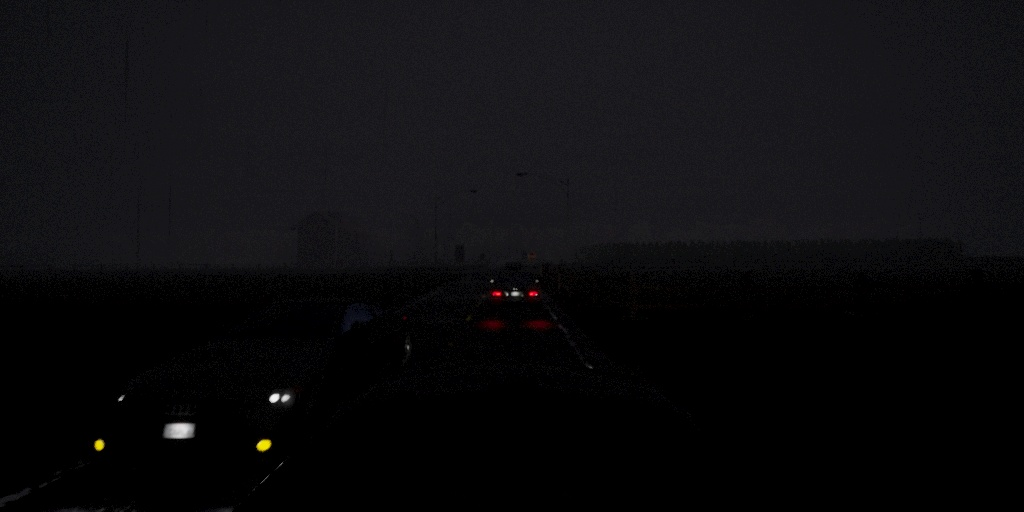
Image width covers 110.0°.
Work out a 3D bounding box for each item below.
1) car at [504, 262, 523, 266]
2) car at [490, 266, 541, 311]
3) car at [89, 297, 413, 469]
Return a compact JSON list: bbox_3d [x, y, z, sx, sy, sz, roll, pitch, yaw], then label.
[{"bbox_3d":[0.115,1.220,29.238,1.837,1.490,4.892,0,0,0],"label":"car"},{"bbox_3d":[0.107,1.281,14.184,2.033,1.411,5.357,0,0,0],"label":"car"},{"bbox_3d":[-2.844,1.309,5.059,1.994,1.385,4.181,0,0,0],"label":"car"}]
